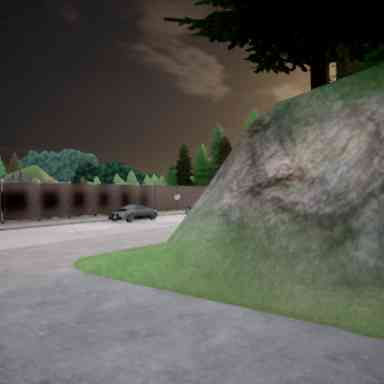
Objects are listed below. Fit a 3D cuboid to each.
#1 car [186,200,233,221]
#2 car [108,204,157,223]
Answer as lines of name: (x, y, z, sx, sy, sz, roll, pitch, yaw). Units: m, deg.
car: (1.425, 1.609, 28.821, 2.128, 1.511, 4.902, -1, 0, 36)
car: (-4.777, 1.708, 27.215, 1.994, 1.385, 4.181, -1, 0, 36)
